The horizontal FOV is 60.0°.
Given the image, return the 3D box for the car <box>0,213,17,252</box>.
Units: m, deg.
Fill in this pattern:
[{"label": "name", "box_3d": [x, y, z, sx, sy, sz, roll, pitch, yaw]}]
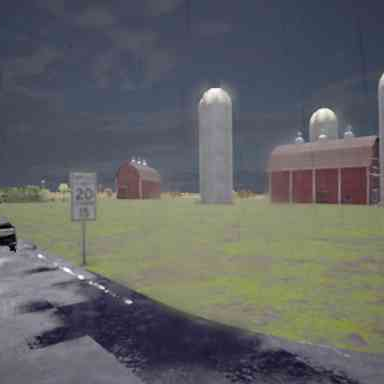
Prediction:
[{"label": "car", "box_3d": [-8.510, 1.588, 13.526, 2.128, 1.511, 4.902, 0, 0, -39]}]
